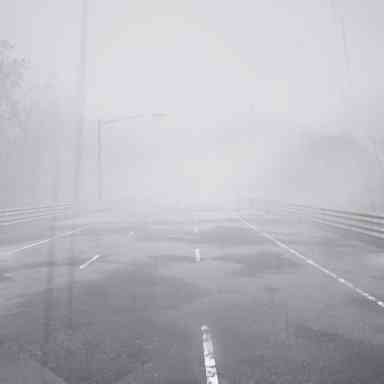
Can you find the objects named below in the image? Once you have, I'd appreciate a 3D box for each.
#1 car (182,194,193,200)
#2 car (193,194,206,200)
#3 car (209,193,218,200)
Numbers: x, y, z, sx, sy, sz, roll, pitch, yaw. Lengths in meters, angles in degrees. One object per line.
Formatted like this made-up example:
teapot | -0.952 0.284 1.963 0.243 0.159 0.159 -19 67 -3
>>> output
car | -1.567 1.362 85.776 2.033 1.411 5.357 -1 0 6
car | 1.961 1.386 85.916 1.895 1.301 4.718 -1 0 6
car | 5.513 1.115 86.346 2.097 1.767 4.553 -1 0 6
